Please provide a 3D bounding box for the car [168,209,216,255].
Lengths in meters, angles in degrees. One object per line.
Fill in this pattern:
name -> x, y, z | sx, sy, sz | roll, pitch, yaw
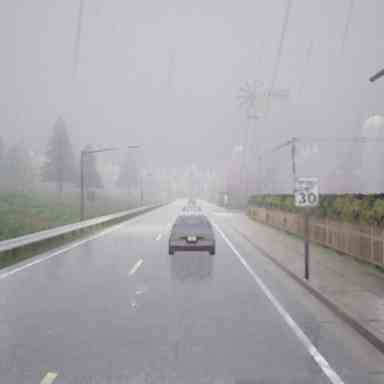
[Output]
car -> -0.001, 1.680, 13.990 | 2.033, 1.411, 5.357 | 0, -1, 0

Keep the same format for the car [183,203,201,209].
car -> 0.026, 1.875, 29.098 | 1.895, 1.301, 4.718 | 0, -1, 1

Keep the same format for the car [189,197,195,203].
car -> -0.019, 2.236, 92.177 | 1.837, 1.490, 4.892 | 0, -1, 0

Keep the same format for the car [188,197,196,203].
car -> -0.017, 2.282, 80.549 | 2.128, 1.511, 4.902 | 0, -1, 0
